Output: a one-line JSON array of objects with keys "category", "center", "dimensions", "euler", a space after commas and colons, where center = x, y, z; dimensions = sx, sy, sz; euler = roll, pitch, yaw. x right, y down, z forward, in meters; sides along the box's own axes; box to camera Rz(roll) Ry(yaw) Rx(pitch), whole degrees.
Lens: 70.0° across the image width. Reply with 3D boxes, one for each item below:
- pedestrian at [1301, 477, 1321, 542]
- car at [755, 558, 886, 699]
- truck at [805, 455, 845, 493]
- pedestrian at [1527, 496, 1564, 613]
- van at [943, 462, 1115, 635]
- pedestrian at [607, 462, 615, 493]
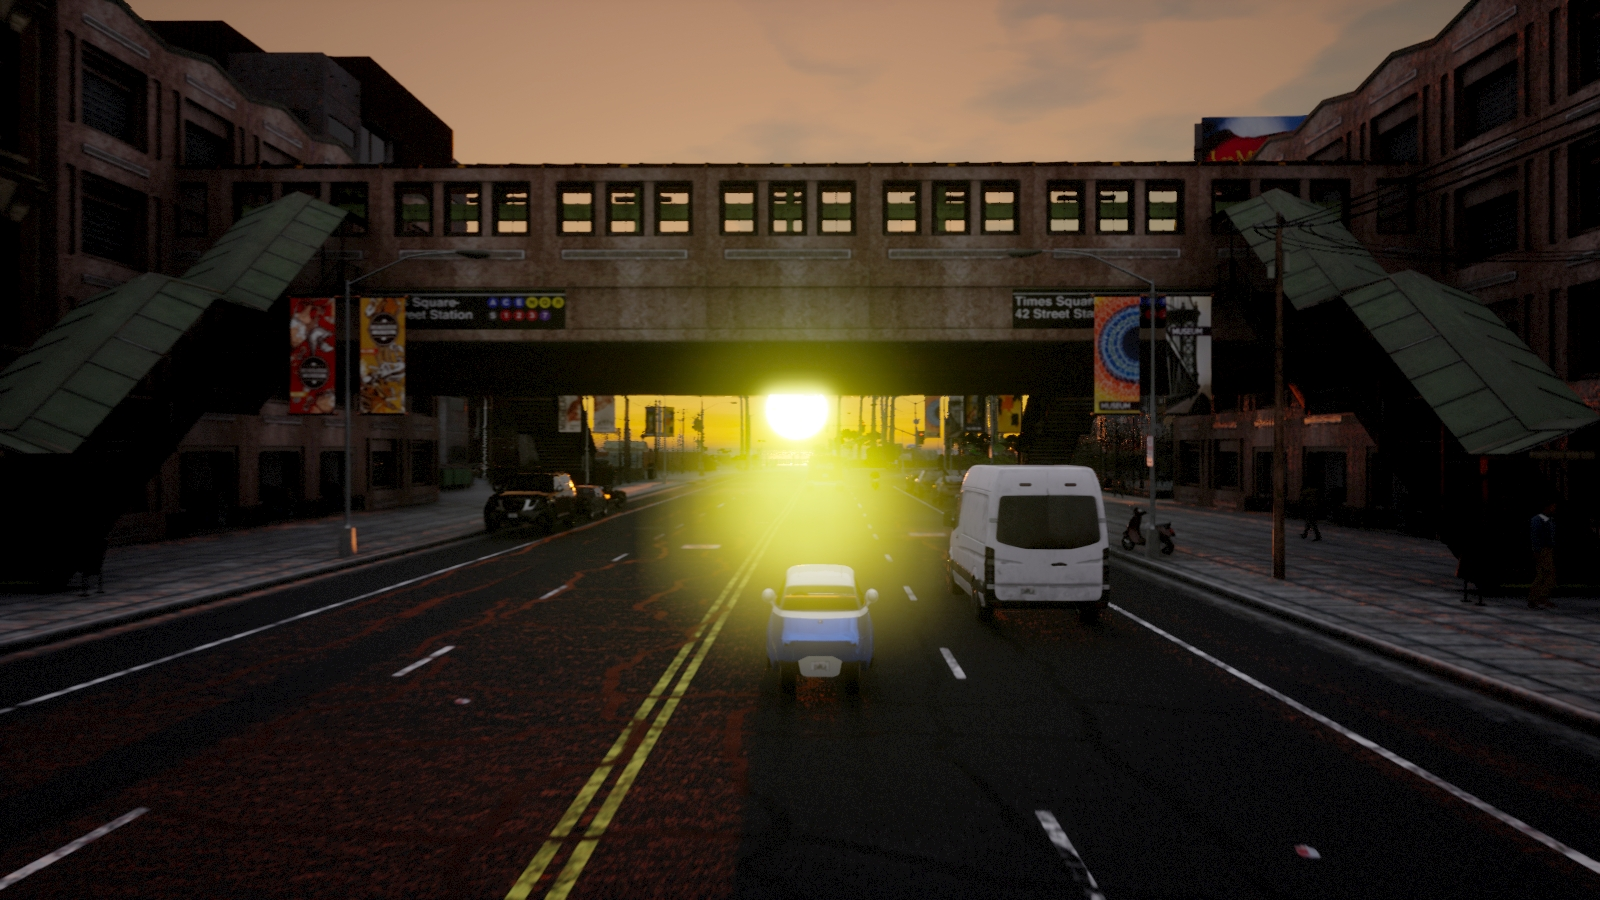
[{"category": "pedestrian", "center": [14.644, 1.701, 32.764], "dimensions": [0.375, 1.860, 0.375], "euler": [0, 0, -16]}, {"category": "car", "center": [0.249, 2.120, 14.026], "dimensions": [1.481, 1.376, 2.207], "euler": [0, 0, 1]}, {"category": "truck", "center": [1.689, 1.569, 77.461], "dimensions": [2.627, 2.467, 5.204], "euler": [0, 0, 1]}, {"category": "pedestrian", "center": [12.205, 1.700, 18.709], "dimensions": [0.375, 1.860, 0.375], "euler": [0, 0, -32]}, {"category": "van", "center": [3.862, 1.535, 20.392], "dimensions": [1.988, 2.561, 5.915], "euler": [0, 0, 1]}, {"category": "pedestrian", "center": [-11.586, 1.695, 70.055], "dimensions": [0.375, 1.860, 0.375], "euler": [0, 0, 5]}]
